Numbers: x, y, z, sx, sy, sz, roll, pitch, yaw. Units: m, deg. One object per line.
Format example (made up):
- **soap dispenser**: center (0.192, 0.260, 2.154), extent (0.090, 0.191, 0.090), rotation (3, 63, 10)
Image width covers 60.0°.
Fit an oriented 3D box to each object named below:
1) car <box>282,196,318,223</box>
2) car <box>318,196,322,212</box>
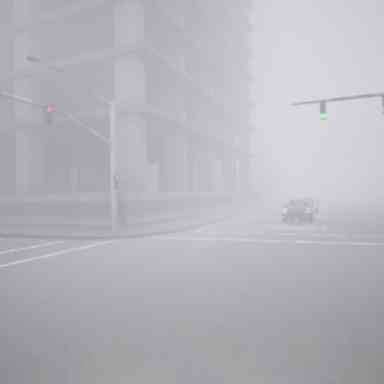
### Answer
- **car**: center (8.088, 1.301, 25.177), extent (2.097, 1.767, 4.553), rotation (-1, 0, 23)
- **car**: center (11.918, 1.273, 34.364), extent (2.097, 1.767, 4.553), rotation (-1, 0, 23)
